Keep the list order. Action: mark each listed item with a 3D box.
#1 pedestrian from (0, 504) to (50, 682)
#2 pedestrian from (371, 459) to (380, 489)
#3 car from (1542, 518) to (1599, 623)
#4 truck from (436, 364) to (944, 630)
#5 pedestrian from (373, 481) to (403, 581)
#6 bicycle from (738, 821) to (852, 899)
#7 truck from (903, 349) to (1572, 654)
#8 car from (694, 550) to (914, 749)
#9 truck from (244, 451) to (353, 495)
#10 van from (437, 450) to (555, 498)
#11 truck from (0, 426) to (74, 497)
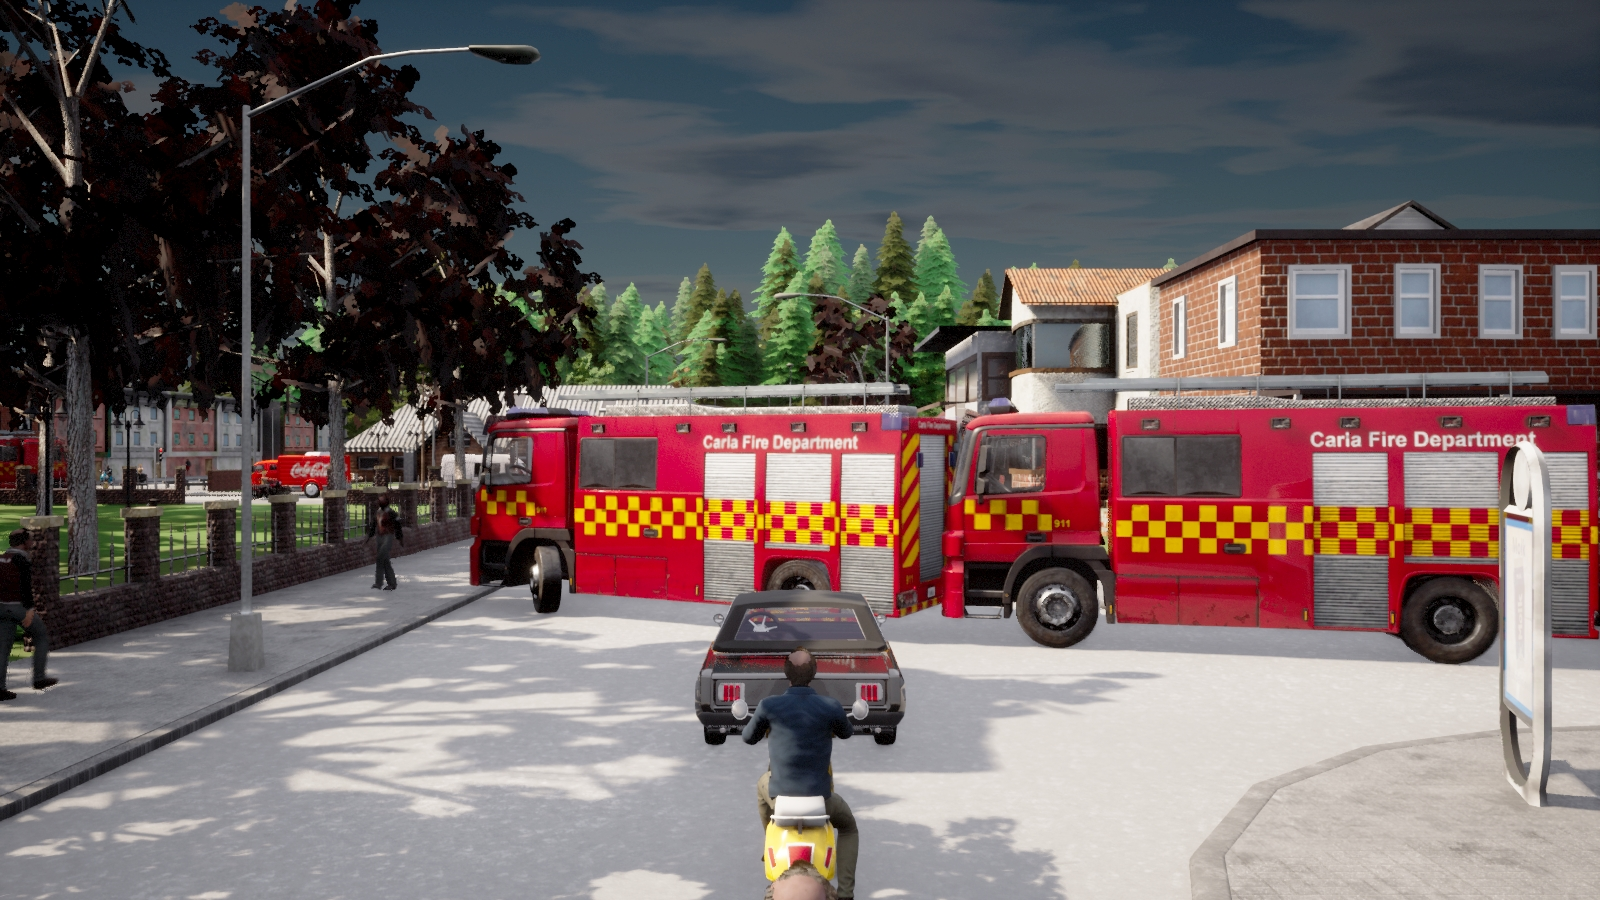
[{"bbox_3d":[-8.386,1.517,12.284,0.375,1.860,0.375,0,0,15],"label":"pedestrian"},{"bbox_3d":[-26.644,1.495,71.682,0.375,1.860,0.375,0,0,9],"label":"pedestrian"},{"bbox_3d":[14.329,1.835,17.290,4.792,1.488,2.163,0,0,0],"label":"car"},{"bbox_3d":[-2.040,0.664,19.657,8.468,3.827,2.891,0,0,27],"label":"truck"},{"bbox_3d":[-7.748,1.516,21.507,0.375,1.860,0.375,0,0,23],"label":"pedestrian"},{"bbox_3d":[-0.015,1.938,3.086,0.329,1.271,1.835,0,0,0],"label":"bicycle"},{"bbox_3d":[5.937,0.661,16.785,8.468,3.827,2.891,0,0,14],"label":"truck"},{"bbox_3d":[0.033,1.930,12.217,1.895,1.301,4.718,0,0,0],"label":"car"},{"bbox_3d":[-29.165,1.318,66.623,5.204,2.467,2.627,0,0,0],"label":"truck"},{"bbox_3d":[-16.613,1.289,62.612,5.915,2.561,1.988,0,0,0],"label":"van"},{"bbox_3d":[-44.867,0.645,62.516,8.468,3.827,2.891,0,0,-37],"label":"truck"}]
